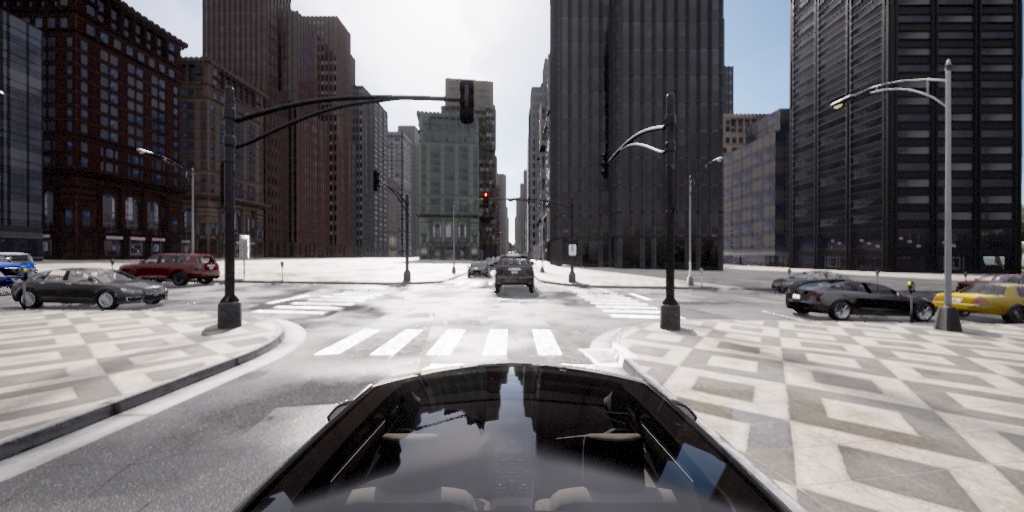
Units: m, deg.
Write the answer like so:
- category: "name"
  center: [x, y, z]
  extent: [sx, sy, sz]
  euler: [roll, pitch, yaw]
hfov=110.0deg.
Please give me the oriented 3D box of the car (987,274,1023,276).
- category: "car"
  center: [29.106, 1.732, 21.184]
  extent: [4.507, 1.381, 1.888]
  euler: [0, 0, 0]

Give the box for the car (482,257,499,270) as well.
- category: "car"
  center: [-2.984, 1.019, 50.648]
  extent: [2.097, 1.767, 4.553]
  euler: [0, 0, 0]

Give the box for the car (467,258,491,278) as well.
- category: "car"
  center: [-3.034, 1.198, 33.359]
  extent: [1.837, 1.490, 4.892]
  euler: [0, 1, 0]

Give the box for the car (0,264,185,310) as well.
- category: "car"
  center: [-14.758, 1.098, 12.662]
  extent: [4.403, 1.370, 2.007]
  euler: [0, 0, 0]

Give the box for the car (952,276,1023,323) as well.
- category: "car"
  center: [17.962, 1.552, 12.684]
  extent: [4.829, 1.417, 1.751]
  euler: [0, 0, 0]

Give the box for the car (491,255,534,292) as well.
- category: "car"
  center: [0.138, 0.938, 21.300]
  extent: [2.150, 2.045, 5.566]
  euler: [0, 0, 0]

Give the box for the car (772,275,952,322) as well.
- category: "car"
  center: [12.150, 1.505, 12.697]
  extent: [4.313, 1.339, 1.948]
  euler: [0, 0, 0]

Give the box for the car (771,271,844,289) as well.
- category: "car"
  center: [17.820, 1.558, 21.210]
  extent: [4.403, 1.370, 2.007]
  euler: [0, 0, 0]

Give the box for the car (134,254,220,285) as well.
- category: "car"
  center: [-20.187, 0.766, 21.199]
  extent: [5.009, 1.841, 2.192]
  euler: [0, 0, 0]

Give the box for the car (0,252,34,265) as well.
- category: "car"
  center: [-24.053, 0.634, 15.437]
  extent: [5.566, 2.045, 2.150]
  euler: [1, 0, 0]
